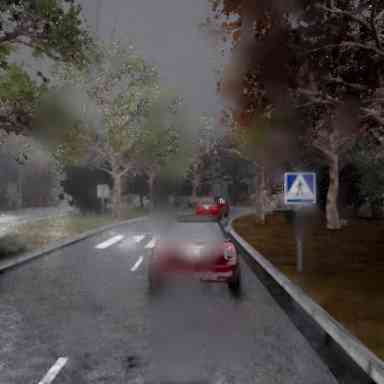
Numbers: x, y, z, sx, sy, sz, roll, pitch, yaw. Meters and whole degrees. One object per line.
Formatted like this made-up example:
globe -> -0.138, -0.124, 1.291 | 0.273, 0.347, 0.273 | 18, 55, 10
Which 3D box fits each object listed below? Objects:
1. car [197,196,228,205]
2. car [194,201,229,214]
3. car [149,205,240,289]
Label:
car -> 1.972, 1.422, 30.450 | 2.150, 2.045, 5.566 | -1, -1, 16
car -> 2.474, 1.845, 40.943 | 2.033, 1.411, 5.357 | -1, -1, 31
car -> 0.074, 1.409, 9.514 | 2.097, 1.767, 4.553 | 0, 0, 0
